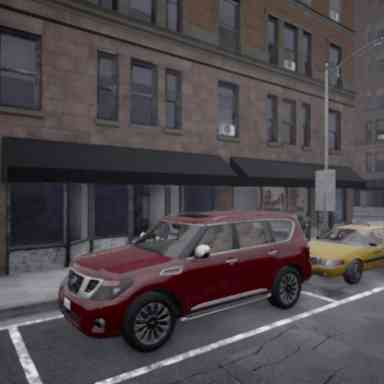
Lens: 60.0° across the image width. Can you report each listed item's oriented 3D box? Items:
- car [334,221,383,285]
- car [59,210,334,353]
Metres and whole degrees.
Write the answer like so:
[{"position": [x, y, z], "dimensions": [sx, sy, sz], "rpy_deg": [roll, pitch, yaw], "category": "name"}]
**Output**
[{"position": [4.698, 1.543, 9.548], "dimensions": [4.829, 1.417, 1.752], "rpy_deg": [0, 0, -35], "category": "car"}, {"position": [0.213, 1.322, 6.352], "dimensions": [5.009, 1.841, 2.192], "rpy_deg": [0, 0, -35], "category": "car"}]
